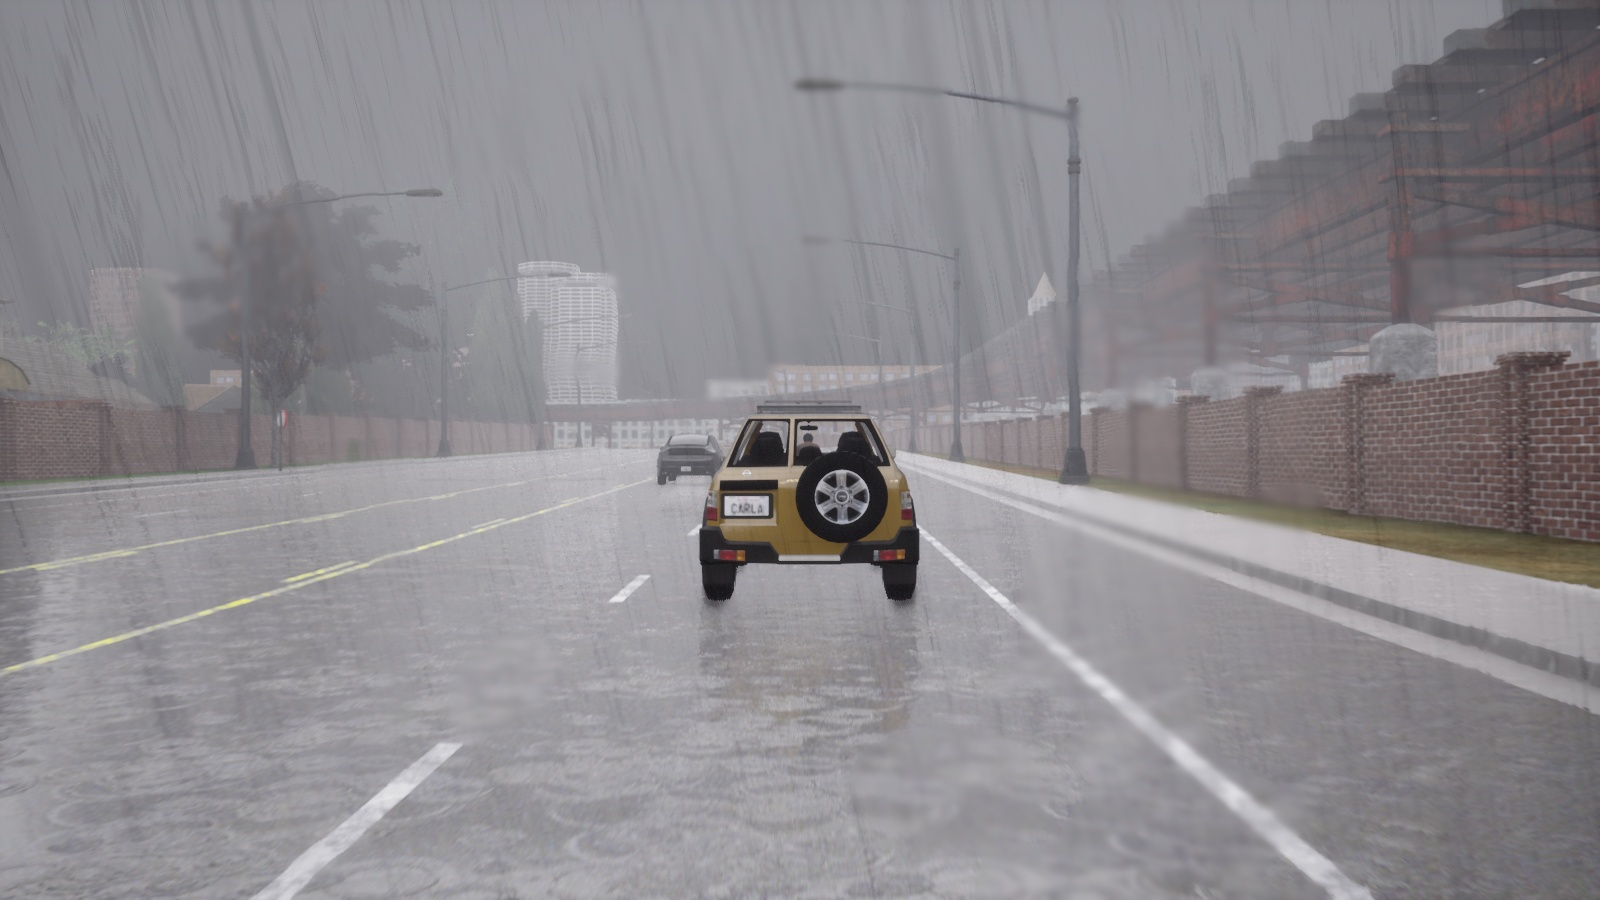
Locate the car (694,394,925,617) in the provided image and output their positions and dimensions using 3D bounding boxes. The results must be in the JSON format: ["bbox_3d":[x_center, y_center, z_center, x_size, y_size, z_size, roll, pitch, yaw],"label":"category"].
[{"bbox_3d":[0.091,0.430,12.777,1.932,1.855,4.605,0,1,0],"label":"car"}]

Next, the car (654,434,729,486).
[{"bbox_3d":[-3.258,0.262,38.486,1.837,1.490,4.892,0,1,0],"label":"car"}]
